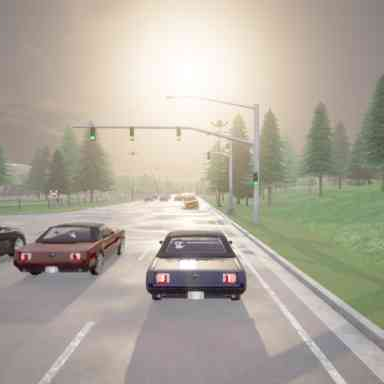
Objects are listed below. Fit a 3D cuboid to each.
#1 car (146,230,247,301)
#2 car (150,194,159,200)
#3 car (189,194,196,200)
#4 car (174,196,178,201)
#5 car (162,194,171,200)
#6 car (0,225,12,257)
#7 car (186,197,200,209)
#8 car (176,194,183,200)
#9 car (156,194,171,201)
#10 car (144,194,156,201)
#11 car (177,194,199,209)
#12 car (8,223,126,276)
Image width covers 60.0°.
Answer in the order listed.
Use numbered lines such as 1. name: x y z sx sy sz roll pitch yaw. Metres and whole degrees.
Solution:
1. car: 0.096 1.601 8.301 1.895 1.301 4.718 0 0 0
2. car: -10.319 1.332 91.029 1.837 1.490 4.892 0 0 0
3. car: 0.181 1.372 91.008 2.033 1.411 5.357 0 0 0
4. car: -3.339 1.545 81.012 1.994 1.385 4.181 0 0 0
5. car: -6.819 1.372 91.022 2.033 1.411 5.357 0 0 0
6. car: -6.896 1.507 10.011 1.837 1.490 4.892 0 1 0
7. car: 0.098 1.591 49.966 2.033 1.411 5.357 0 2 0
8. car: -3.319 1.357 91.015 1.812 1.442 4.674 0 0 0
9. car: -6.840 1.531 80.602 2.033 1.411 5.357 0 0 0
10. car: -10.340 1.531 80.609 2.033 1.411 5.357 0 0 0
11. car: -0.350 1.056 46.584 1.882 1.535 5.008 -11 17 -7
12. car: -3.393 1.601 10.326 1.895 1.301 4.718 0 0 0
